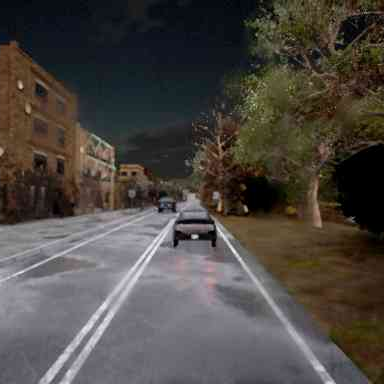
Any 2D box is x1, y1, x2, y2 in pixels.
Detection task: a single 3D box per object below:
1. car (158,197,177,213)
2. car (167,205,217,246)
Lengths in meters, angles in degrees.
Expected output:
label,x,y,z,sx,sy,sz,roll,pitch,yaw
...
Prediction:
label,x,y,z,sx,sy,sz,roll,pitch,yaw
car,-3.214,1.674,43.930,2.150,2.045,5.566,0,-1,0
car,0.120,1.566,15.562,2.128,1.511,4.902,0,0,0
